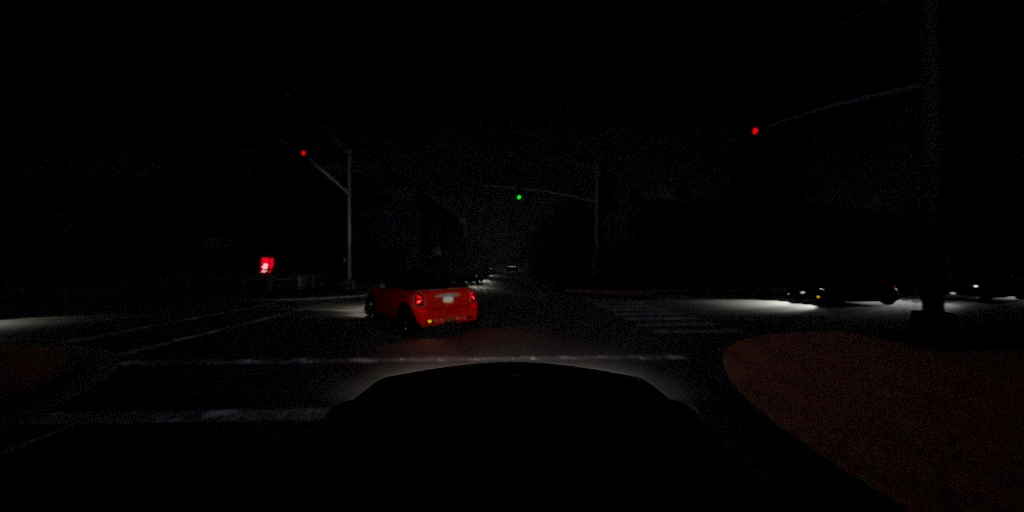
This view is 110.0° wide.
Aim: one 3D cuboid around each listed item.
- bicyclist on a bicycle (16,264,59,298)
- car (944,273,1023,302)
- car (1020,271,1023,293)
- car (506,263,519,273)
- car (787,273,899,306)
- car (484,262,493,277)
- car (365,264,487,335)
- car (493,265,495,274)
[{"bbox_3d":[-23.557,1.247,17.834,0.582,1.620,1.656,0,0,-2],"label":"bicyclist on a bicycle"},{"bbox_3d":[23.687,1.517,18.163,4.718,1.301,1.895,0,-1,-16],"label":"car"},{"bbox_3d":[32.922,1.555,21.578,4.718,1.301,1.895,0,-1,-25],"label":"car"},{"bbox_3d":[0.010,1.876,58.212,2.128,1.511,4.902,0,-1,0],"label":"car"},{"bbox_3d":[15.070,1.461,16.445,4.181,1.385,1.994,0,-1,-8],"label":"car"},{"bbox_3d":[-3.588,1.675,40.273,2.128,1.511,4.902,0,-1,0],"label":"car"},{"bbox_3d":[-2.993,1.211,11.310,2.097,1.767,4.553,0,-1,-37],"label":"car"},{"bbox_3d":[-3.556,1.645,50.071,2.097,1.767,4.553,0,-1,0],"label":"car"}]
